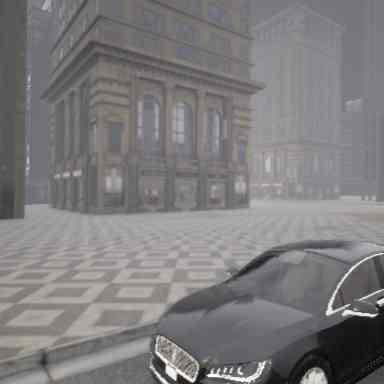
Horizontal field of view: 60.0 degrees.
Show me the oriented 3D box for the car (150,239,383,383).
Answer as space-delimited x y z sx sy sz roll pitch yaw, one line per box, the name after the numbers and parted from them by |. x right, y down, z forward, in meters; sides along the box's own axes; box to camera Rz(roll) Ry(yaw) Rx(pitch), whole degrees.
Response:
1.774 1.496 4.644 4.892 1.490 1.837 0 0 -35 | car
